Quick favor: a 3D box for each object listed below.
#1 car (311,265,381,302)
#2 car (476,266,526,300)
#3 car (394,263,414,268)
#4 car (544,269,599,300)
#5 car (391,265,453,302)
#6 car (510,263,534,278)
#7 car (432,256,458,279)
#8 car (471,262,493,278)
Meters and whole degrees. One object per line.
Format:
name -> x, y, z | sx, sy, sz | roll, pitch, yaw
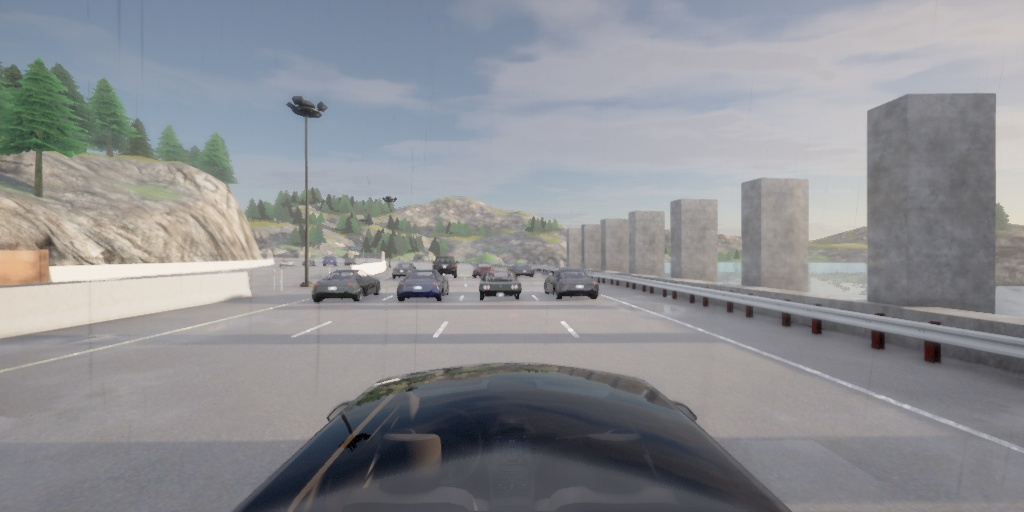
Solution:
car -> -7.644, 1.319, 16.920 | 1.994, 1.385, 4.181 | 0, 0, -5
car -> -0.670, 1.363, 17.534 | 1.895, 1.301, 4.718 | 0, 0, -5
car -> -9.570, 1.310, 32.233 | 2.033, 1.411, 5.357 | 0, 0, -10
car -> 2.820, 1.320, 17.795 | 1.994, 1.385, 4.181 | 0, 0, -5
car -> -4.156, 1.319, 17.212 | 1.994, 1.385, 4.181 | 0, 0, -5
car -> 0.784, 1.320, 33.977 | 1.994, 1.385, 4.181 | 0, 0, -10
car -> -6.124, 1.005, 32.844 | 2.150, 2.045, 5.566 | 0, 0, -10
car -> -2.668, 1.280, 33.396 | 1.812, 1.442, 4.674 | 0, 0, -10
